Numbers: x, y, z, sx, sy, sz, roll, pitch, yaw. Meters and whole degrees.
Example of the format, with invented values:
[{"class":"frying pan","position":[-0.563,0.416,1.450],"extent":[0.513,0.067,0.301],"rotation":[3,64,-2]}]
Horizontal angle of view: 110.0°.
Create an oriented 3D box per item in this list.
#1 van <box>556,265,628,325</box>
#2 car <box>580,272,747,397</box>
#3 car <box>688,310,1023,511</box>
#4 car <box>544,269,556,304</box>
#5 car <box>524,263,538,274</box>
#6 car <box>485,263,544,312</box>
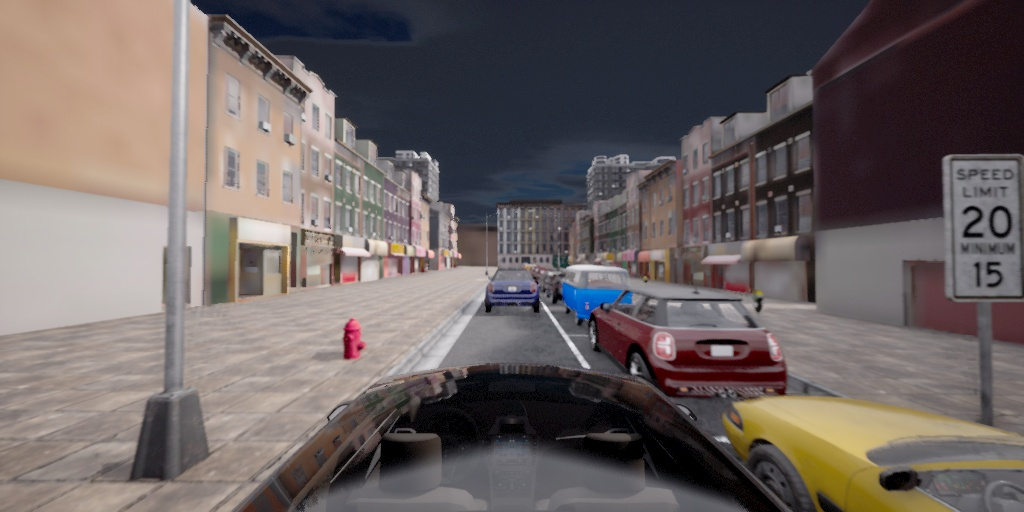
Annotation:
[{"class":"van","position":[2.648,1.207,11.958],"extent":[1.690,1.789,3.998],"rotation":[0,0,0]},{"class":"car","position":[2.644,1.243,6.455],"extent":[1.967,1.591,4.097],"rotation":[0,0,0]},{"class":"car","position":[2.640,1.267,1.122],"extent":[1.751,1.417,4.829],"rotation":[0,0,0]},{"class":"car","position":[2.652,1.496,17.461],"extent":[1.948,1.339,4.313],"rotation":[0,0,0]},{"class":"car","position":[2.790,1.868,54.319],"extent":[1.882,1.535,5.008],"rotation":[0,-1,0]},{"class":"car","position":[0.034,1.256,15.274],"extent":[2.097,1.767,4.553],"rotation":[0,-1,1]}]
